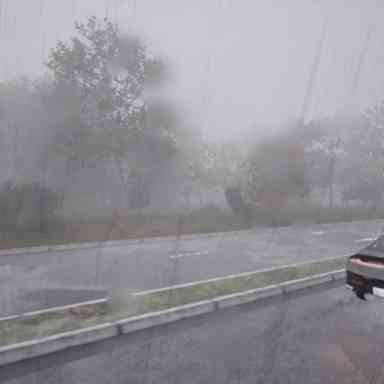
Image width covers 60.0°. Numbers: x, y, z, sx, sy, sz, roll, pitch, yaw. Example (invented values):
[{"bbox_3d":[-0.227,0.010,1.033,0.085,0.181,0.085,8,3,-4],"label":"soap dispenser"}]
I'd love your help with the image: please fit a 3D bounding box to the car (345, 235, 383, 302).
[{"bbox_3d":[5.295,1.564,7.218,4.902,1.511,2.128,1,0,-35],"label":"car"}]
